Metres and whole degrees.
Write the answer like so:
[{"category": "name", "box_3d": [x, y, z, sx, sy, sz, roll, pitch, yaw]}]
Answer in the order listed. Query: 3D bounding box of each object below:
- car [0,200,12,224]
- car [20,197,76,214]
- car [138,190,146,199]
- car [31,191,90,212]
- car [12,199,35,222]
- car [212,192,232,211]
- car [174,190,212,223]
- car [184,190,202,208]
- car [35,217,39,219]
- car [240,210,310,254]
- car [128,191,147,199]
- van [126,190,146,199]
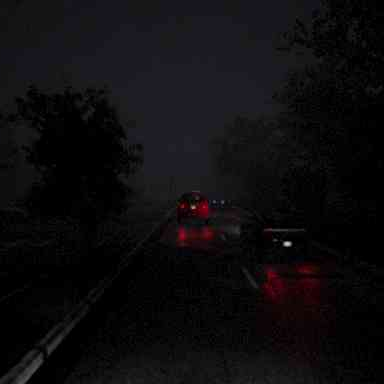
[{"category": "car", "box_3d": [-13.858, 1.260, 20.214, 4.553, 1.767, 2.185, -1, 0, -20]}, {"category": "car", "box_3d": [-13.794, 1.266, 32.242, 4.792, 1.488, 2.163, -1, 1, -20]}, {"category": "car", "box_3d": [-13.803, 0.659, 74.235, 5.566, 2.045, 2.435, -1, 1, -20]}, {"category": "car", "box_3d": [-13.798, 0.949, 35.242, 5.566, 2.045, 2.435, -1, 0, -20]}, {"category": "car", "box_3d": [-13.827, 1.392, 23.226, 4.674, 1.452, 2.002, -1, 0, -20]}, {"category": "car", "box_3d": [3.096, 1.051, 36.023, 2.097, 1.767, 4.553, 0, 1, 0]}, {"category": "car", "box_3d": [0.097, 1.067, 24.430, 2.150, 2.045, 5.566, 0, 1, 0]}, {"category": "car", "box_3d": [0.095, 0.844, 42.963, 2.150, 2.045, 5.566, 0, 1, 0]}, {"category": "car", "box_3d": [-13.816, 1.315, 26.226, 5.008, 1.535, 2.097, -1, 1, -20]}, {"category": "car", "box_3d": [3.099, 1.447, 13.220, 2.128, 1.511, 4.902, 0, 0, 0]}, {"category": "car", "box_3d": [-13.642, 0.741, 83.286, 4.553, 1.767, 2.185, -1, 1, -19]}, {"category": "van", "box_3d": [-13.616, 0.654, 80.308, 4.442, 1.987, 1.878, -1, 0, -19]}]
